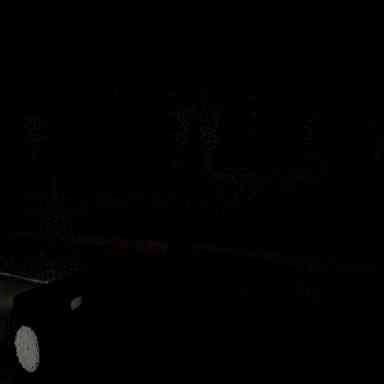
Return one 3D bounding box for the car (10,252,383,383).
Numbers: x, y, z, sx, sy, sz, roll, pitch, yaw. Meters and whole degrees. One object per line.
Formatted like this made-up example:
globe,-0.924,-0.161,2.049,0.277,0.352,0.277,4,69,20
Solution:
car,-0.134,1.471,3.844,5.008,1.535,1.882,0,0,35
